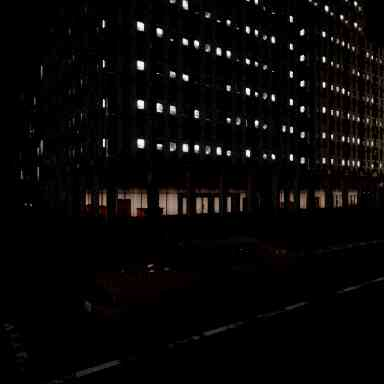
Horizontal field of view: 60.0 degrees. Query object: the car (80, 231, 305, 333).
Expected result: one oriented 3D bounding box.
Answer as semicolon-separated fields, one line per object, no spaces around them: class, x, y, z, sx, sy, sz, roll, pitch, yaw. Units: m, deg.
car;0.285;1.525;6.767;4.829;1.417;1.752;0;0;-36
